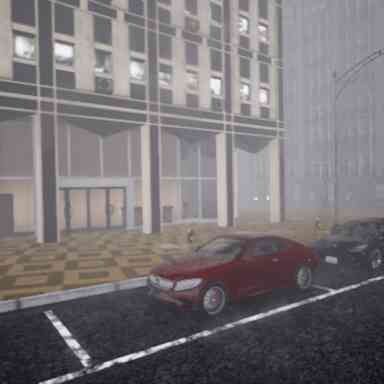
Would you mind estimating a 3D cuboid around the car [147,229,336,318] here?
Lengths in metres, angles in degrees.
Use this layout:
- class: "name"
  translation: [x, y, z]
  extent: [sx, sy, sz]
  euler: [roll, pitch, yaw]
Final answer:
- class: "car"
  translation: [1.059, 1.561, 7.287]
  extent: [4.206, 1.307, 1.802]
  euler: [0, -1, -35]

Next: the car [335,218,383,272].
- class: "car"
  translation: [5.679, 1.519, 10.580]
  extent: [4.313, 1.339, 1.947]
  euler: [0, -1, -35]
